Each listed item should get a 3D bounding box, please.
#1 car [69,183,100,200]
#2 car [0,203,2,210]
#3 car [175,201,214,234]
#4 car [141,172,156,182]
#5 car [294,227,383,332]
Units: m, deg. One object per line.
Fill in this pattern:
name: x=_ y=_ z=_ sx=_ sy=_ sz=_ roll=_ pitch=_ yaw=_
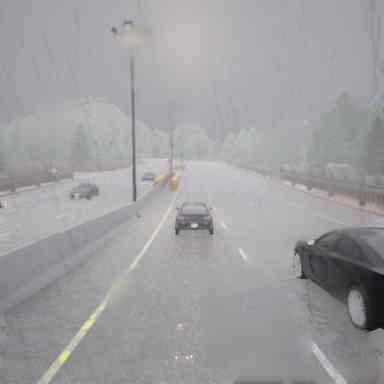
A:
car: x=-10.574 y=-0.100 z=32.987 sx=2.128 sy=1.511 sz=4.902 roll=0 pitch=6 yaw=0
car: x=-14.090 y=1.071 z=20.831 sx=1.895 sy=1.301 sz=4.718 roll=0 pitch=4 yaw=0
car: x=0.106 y=1.206 z=17.116 sx=1.812 sy=1.442 sz=4.674 roll=0 pitch=3 yaw=0
car: x=-6.900 y=-2.472 z=53.739 sx=2.033 sy=1.411 sz=5.357 roll=0 pitch=7 yaw=0
car: x=3.602 y=1.456 z=6.821 sx=1.882 sy=1.535 sz=5.008 roll=0 pitch=0 yaw=0
